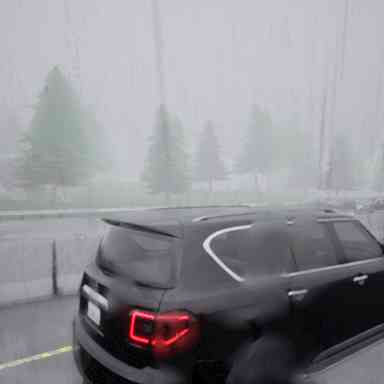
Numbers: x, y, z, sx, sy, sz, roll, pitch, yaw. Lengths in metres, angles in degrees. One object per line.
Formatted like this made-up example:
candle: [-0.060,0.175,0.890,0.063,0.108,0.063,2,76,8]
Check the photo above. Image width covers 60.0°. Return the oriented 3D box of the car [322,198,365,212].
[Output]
car: [17.191,1.418,37.730,5.357,1.411,2.033,0,0,-35]

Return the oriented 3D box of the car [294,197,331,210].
car: [14.602,1.398,40.176,4.674,1.442,1.812,0,0,-35]

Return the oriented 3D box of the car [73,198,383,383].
car: [1.272,1.208,4.654,5.566,2.045,2.150,0,0,-35]
